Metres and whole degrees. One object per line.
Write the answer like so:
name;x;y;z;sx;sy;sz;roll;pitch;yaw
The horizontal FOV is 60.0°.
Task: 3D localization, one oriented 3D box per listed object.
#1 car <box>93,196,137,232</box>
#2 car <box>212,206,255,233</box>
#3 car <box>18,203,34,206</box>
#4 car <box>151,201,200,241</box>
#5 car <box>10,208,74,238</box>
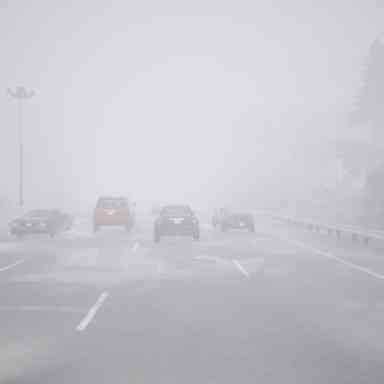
car;-4.733;1.264;20.761;2.150;2.045;5.566;0;0;-6
car;2.391;1.551;19.843;1.812;1.442;4.674;0;0;-6
car;-25.437;1.736;50.691;1.895;1.301;4.718;0;0;-16
car;-0.854;1.380;17.097;2.097;1.767;4.553;0;0;-5
car;-7.943;1.593;18.139;2.033;1.411;5.357;0;0;-6
